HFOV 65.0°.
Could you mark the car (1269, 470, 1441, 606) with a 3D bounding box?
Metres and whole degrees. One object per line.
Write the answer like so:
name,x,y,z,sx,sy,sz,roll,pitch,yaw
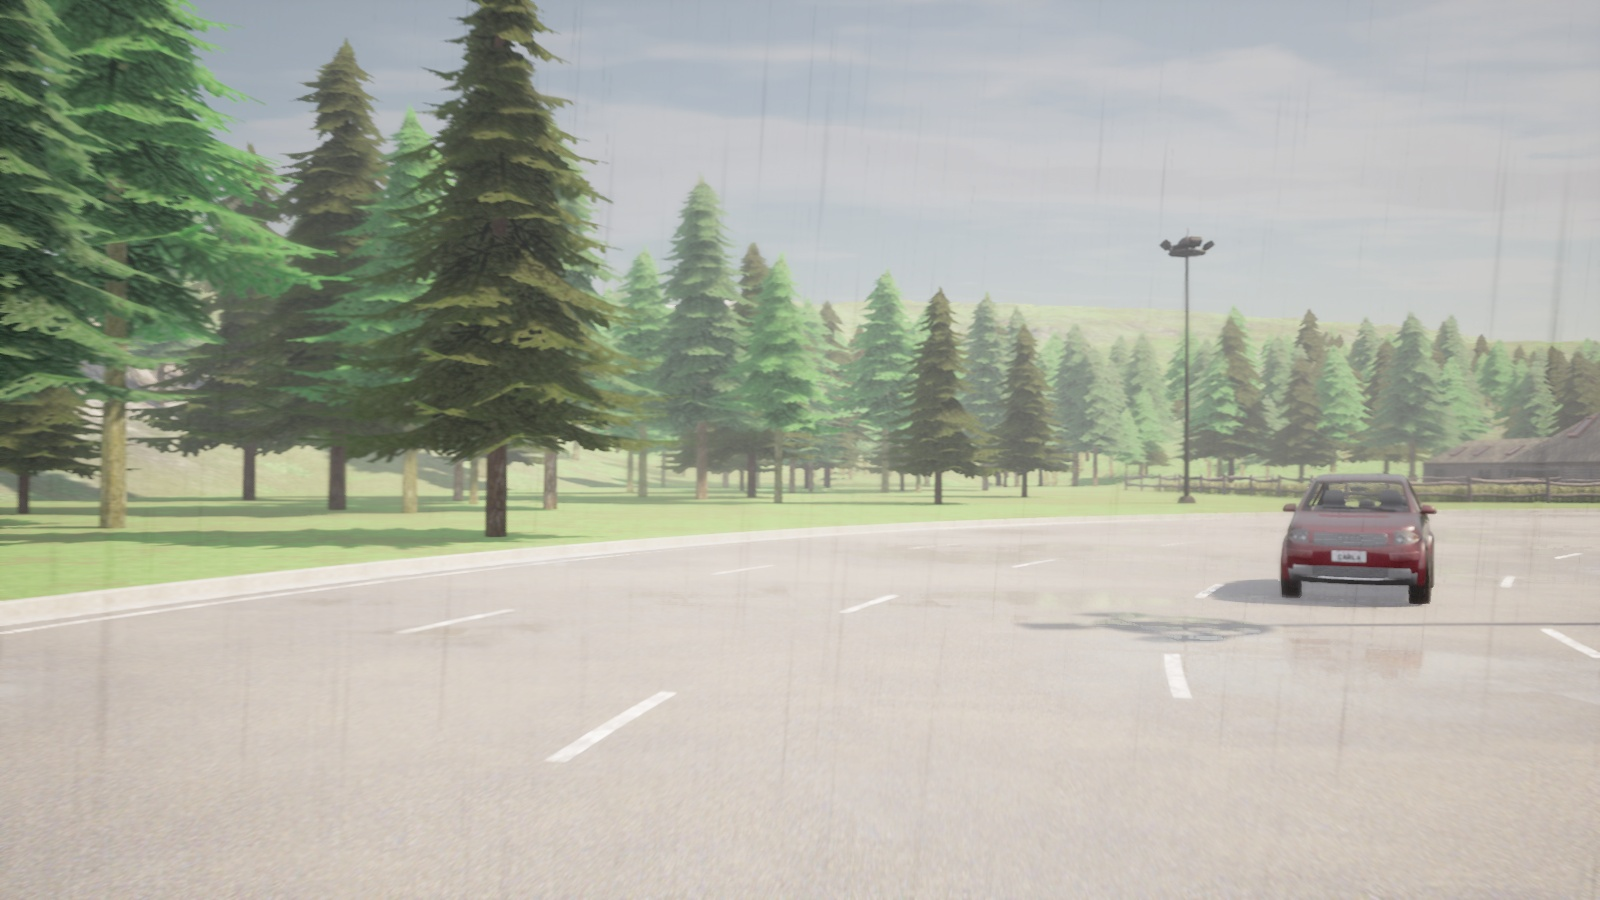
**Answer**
car,7.327,1.038,16.388,1.789,1.549,3.705,-1,-1,28
